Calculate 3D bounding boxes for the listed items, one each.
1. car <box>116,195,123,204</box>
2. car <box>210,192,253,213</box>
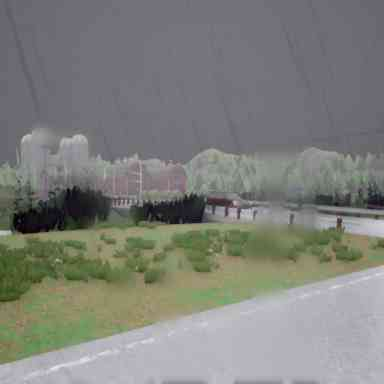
[{"bbox_3d":[-10.628,1.122,50.118,2.033,1.411,5.357,0,-3,-35],"label":"car"},{"bbox_3d":[3.245,0.845,29.318,2.097,1.767,4.553,0,2,-33],"label":"car"}]
